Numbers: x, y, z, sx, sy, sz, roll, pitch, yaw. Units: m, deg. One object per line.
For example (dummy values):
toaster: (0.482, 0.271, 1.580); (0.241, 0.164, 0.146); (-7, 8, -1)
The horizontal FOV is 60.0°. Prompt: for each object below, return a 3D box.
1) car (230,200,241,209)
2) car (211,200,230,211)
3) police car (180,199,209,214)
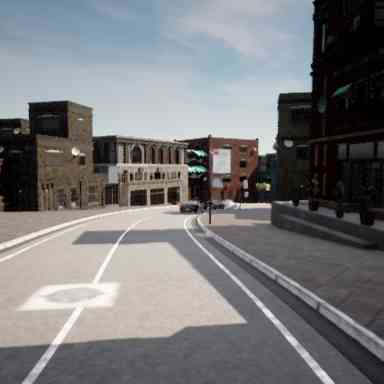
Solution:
car: (5.872, 1.907, 50.542); (1.812, 1.442, 4.674); (3, 1, 31)
car: (3.192, 1.816, 45.533); (1.837, 1.490, 4.892); (3, 0, 25)
police car: (0.115, 1.582, 36.703); (1.930, 1.638, 5.238); (1, 0, 13)
